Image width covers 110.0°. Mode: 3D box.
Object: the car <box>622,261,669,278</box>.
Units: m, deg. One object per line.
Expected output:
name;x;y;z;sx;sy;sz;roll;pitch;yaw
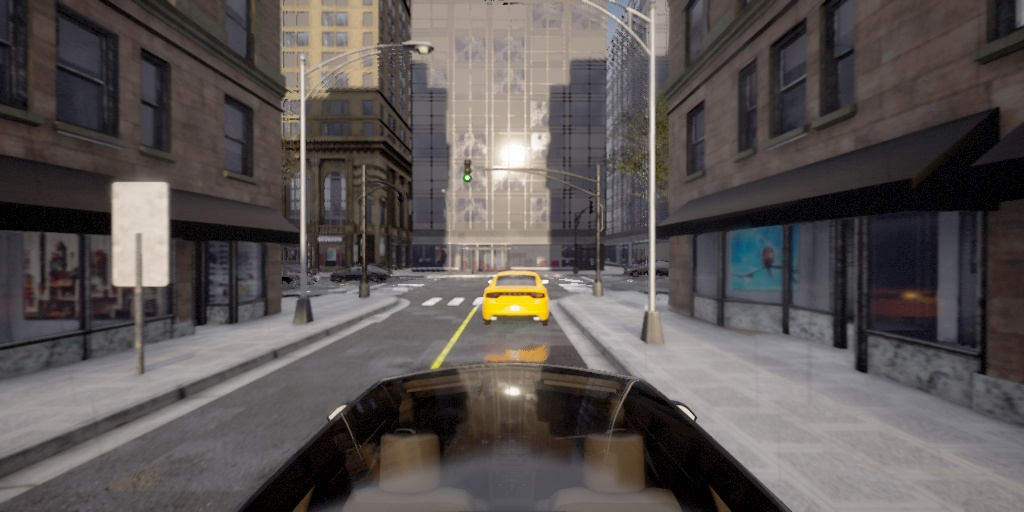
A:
car;11.949;1.126;31.039;4.674;1.442;1.812;-1;0;1

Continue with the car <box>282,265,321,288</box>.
car;-15.526;1.337;24.174;4.902;1.511;2.128;0;0;-1

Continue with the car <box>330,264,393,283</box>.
car;-11.583;1.325;27.666;4.674;1.442;1.812;0;0;2

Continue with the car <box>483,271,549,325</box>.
car;0.199;1.221;11.911;1.882;1.535;5.008;0;0;3
